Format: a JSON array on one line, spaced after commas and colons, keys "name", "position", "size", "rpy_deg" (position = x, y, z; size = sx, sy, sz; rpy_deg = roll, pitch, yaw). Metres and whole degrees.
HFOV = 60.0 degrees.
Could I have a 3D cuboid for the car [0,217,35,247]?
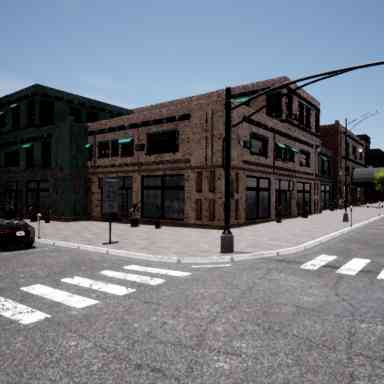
[{"name": "car", "position": [-8.853, 1.800, 15.259], "size": [4.313, 1.339, 1.947], "rpy_deg": [-1, -1, 38]}]
